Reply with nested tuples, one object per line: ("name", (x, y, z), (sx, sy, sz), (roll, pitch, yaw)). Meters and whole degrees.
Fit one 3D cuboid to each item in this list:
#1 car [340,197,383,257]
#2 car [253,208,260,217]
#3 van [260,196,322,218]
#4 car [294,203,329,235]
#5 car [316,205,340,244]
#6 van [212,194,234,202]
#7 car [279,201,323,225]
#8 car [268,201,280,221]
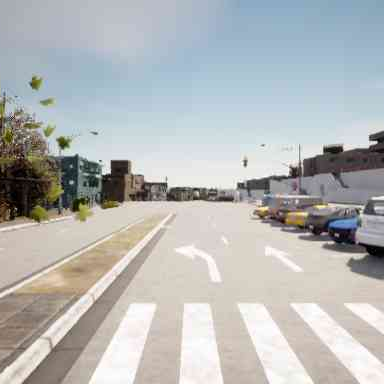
("car", (8.099, 1.213, 11.014), (5.566, 2.045, 2.435), (1, 0, -20))
("car", (7.898, 1.540, 28.826), (5.366, 1.575, 1.946), (1, 0, -20))
("van", (7.964, 1.303, 25.868), (4.442, 1.987, 1.878), (1, 0, -20))
("car", (8.064, 1.488, 16.963), (4.892, 1.521, 2.231), (1, -1, -20))
("car", (8.076, 1.474, 13.977), (5.008, 1.535, 2.097), (1, 0, -20))
("van", (7.965, 1.526, 81.136), (4.442, 1.987, 1.878), (1, -1, -20))
("car", (8.244, 1.499, 20.010), (5.366, 1.575, 1.946), (1, -1, -20))
("car", (8.096, 1.545, 22.940), (4.792, 1.488, 2.163), (1, -1, -20))
